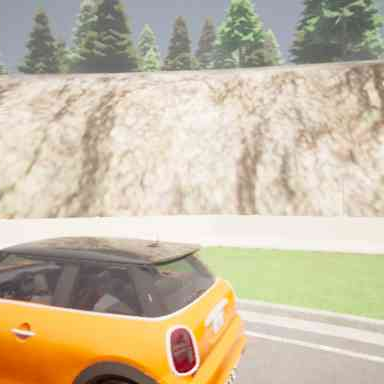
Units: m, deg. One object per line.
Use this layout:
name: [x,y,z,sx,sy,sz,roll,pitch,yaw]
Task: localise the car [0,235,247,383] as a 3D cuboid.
car: [-1.699,1.367,4.209,4.553,1.767,2.097,0,0,22]
